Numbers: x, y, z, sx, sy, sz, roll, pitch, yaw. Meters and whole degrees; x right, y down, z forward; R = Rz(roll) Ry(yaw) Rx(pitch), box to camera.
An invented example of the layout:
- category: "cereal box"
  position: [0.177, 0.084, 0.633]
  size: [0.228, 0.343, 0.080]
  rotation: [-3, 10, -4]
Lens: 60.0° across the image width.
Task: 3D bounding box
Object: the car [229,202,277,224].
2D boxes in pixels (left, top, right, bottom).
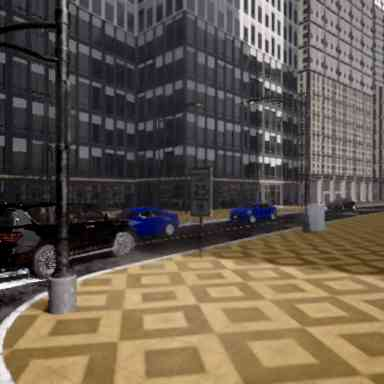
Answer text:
- category: "car"
  position: [4.803, 1.525, 25.947]
  size: [1.882, 1.535, 5.008]
  rotation: [0, 0, 42]

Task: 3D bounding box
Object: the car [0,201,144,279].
- category: "car"
  position: [-4.159, 1.317, 10.837]
  size: [2.150, 2.045, 5.566]
  rotation: [-2, -1, 26]

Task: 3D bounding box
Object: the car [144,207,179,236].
- category: "car"
  position: [-2.791, 1.554, 16.947]
  size: [1.882, 1.535, 5.008]
  rotation: [0, 0, 39]

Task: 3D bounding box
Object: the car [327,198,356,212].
- category: "car"
  position: [17.823, 1.471, 39.654]
  size: [5.008, 1.535, 1.882]
  rotation: [0, 0, -44]
